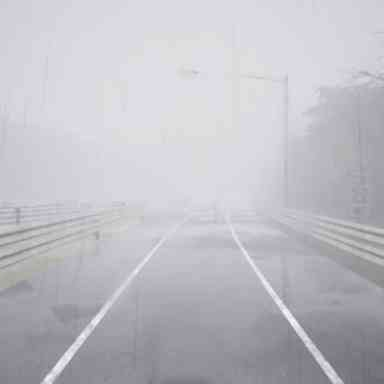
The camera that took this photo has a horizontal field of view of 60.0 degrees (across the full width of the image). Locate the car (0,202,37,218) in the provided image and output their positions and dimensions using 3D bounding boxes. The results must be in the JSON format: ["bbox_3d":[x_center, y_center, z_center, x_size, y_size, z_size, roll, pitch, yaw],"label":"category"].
[{"bbox_3d":[-14.526,1.466,26.544,1.895,1.301,4.718,0,0,18],"label":"car"}]

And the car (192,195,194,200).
[{"bbox_3d":[-0.403,1.492,81.834,1.837,1.490,4.892,0,0,18],"label":"car"}]

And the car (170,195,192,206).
[{"bbox_3d":[-2.013,1.535,53.996,1.994,1.385,4.181,0,0,18],"label":"car"}]

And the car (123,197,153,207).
[{"bbox_3d":[-7.488,1.488,48.409,2.033,1.411,5.357,0,0,18],"label":"car"}]

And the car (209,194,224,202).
[{"bbox_3d":[6.265,1.514,79.705,1.837,1.490,4.892,0,0,18],"label":"car"}]

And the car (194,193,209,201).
[{"bbox_3d":[2.938,1.228,80.788,2.150,2.045,5.566,0,0,18],"label":"car"}]

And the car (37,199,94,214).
[{"bbox_3d":[-10.281,1.378,28.317,2.128,1.511,4.902,0,0,18],"label":"car"}]
